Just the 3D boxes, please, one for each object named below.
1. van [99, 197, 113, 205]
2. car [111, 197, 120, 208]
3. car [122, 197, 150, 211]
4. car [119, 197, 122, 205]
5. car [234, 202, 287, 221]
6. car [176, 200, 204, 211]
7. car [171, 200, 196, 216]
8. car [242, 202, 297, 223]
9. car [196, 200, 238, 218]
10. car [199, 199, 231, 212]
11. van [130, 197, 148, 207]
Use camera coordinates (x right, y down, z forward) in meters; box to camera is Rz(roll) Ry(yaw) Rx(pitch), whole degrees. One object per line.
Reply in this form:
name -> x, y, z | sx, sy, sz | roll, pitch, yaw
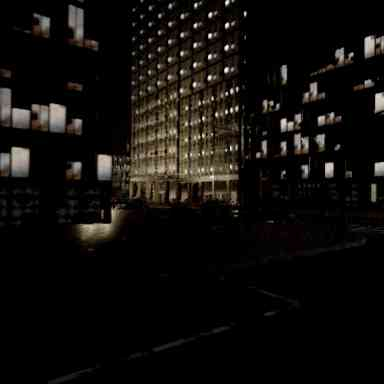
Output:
van -> -19.796, 2.050, 76.551 | 1.690, 1.788, 3.998 | 0, -1, -35
car -> -13.650, 1.914, 53.114 | 2.008, 1.369, 4.403 | 0, -1, -35
car -> -7.142, 1.694, 43.796 | 1.967, 1.590, 4.097 | 0, -1, -35
car -> -16.542, 1.969, 71.892 | 2.192, 1.841, 5.009 | 0, -1, -35
car -> 6.027, 1.645, 29.654 | 1.812, 1.442, 4.674 | 1, -1, -35
car -> -0.368, 1.908, 48.731 | 1.752, 1.417, 4.829 | 0, -1, -35
car -> -0.536, 1.668, 34.337 | 1.752, 1.417, 4.829 | 0, -1, -35
car -> 5.875, 1.617, 25.156 | 1.802, 1.307, 4.206 | 0, -1, -35
car -> 2.621, 1.530, 29.818 | 1.967, 1.590, 4.097 | 0, -1, -35
car -> 2.983, 1.767, 43.934 | 1.967, 1.590, 4.097 | 0, -1, -35
van -> -10.033, 1.886, 62.572 | 1.690, 1.788, 3.998 | 0, -1, -35
